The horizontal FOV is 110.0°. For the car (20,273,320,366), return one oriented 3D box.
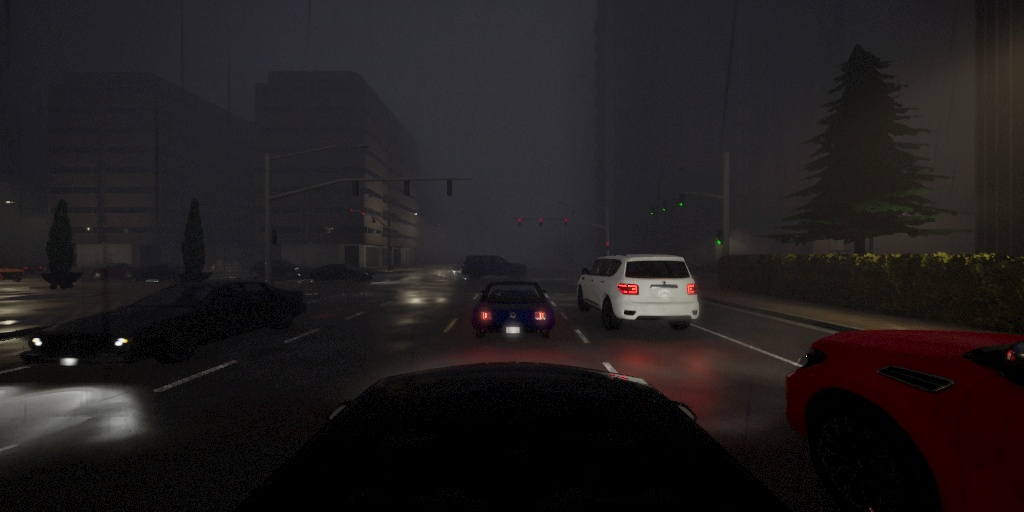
[{"bbox_3d":[-7.037,1.297,8.374,2.033,1.411,5.357,0,0,1],"label":"car"}]

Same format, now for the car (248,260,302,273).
[{"bbox_3d":[-19.872,1.102,30.825,4.553,1.767,2.097,0,0,0],"label":"car"}]

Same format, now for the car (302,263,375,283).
[{"bbox_3d":[-12.847,1.275,27.199,4.674,1.442,1.812,0,0,1],"label":"car"}]

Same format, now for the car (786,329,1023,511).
[{"bbox_3d":[3.601,0.971,0.917,2.150,2.045,5.566,0,0,0],"label":"car"}]

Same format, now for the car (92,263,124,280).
[{"bbox_3d":[-33.272,1.314,30.879,4.181,1.385,1.994,0,0,0],"label":"car"}]

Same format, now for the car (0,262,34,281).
[{"bbox_3d":[-40.540,1.228,27.446,5.008,1.535,1.882,0,0,1],"label":"car"}]

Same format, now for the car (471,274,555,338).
[{"bbox_3d":[0.046,1.351,10.150,1.895,1.301,4.718,0,0,0],"label":"car"}]

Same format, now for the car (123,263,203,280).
[{"bbox_3d":[-26.127,1.275,27.314,4.674,1.442,1.812,0,0,0],"label":"car"}]

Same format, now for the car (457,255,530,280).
[{"bbox_3d":[-1.510,0.971,30.600,5.566,2.045,2.150,0,0,0],"label":"car"}]

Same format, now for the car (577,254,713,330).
[{"bbox_3d":[3.576,0.971,11.278,2.150,2.045,5.566,0,0,-2],"label":"car"}]

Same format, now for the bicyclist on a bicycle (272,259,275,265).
[{"bbox_3d":[-28.690,1.051,42.820,0.582,1.620,1.656,0,0,0],"label":"bicyclist on a bicycle"}]

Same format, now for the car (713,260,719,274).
[{"bbox_3d":[20.828,1.228,37.607,5.008,1.535,1.882,0,0,1],"label":"car"}]

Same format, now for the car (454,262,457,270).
[{"bbox_3d":[-7.147,1.276,51.544,1.812,1.442,4.674,0,0,0],"label":"car"}]
